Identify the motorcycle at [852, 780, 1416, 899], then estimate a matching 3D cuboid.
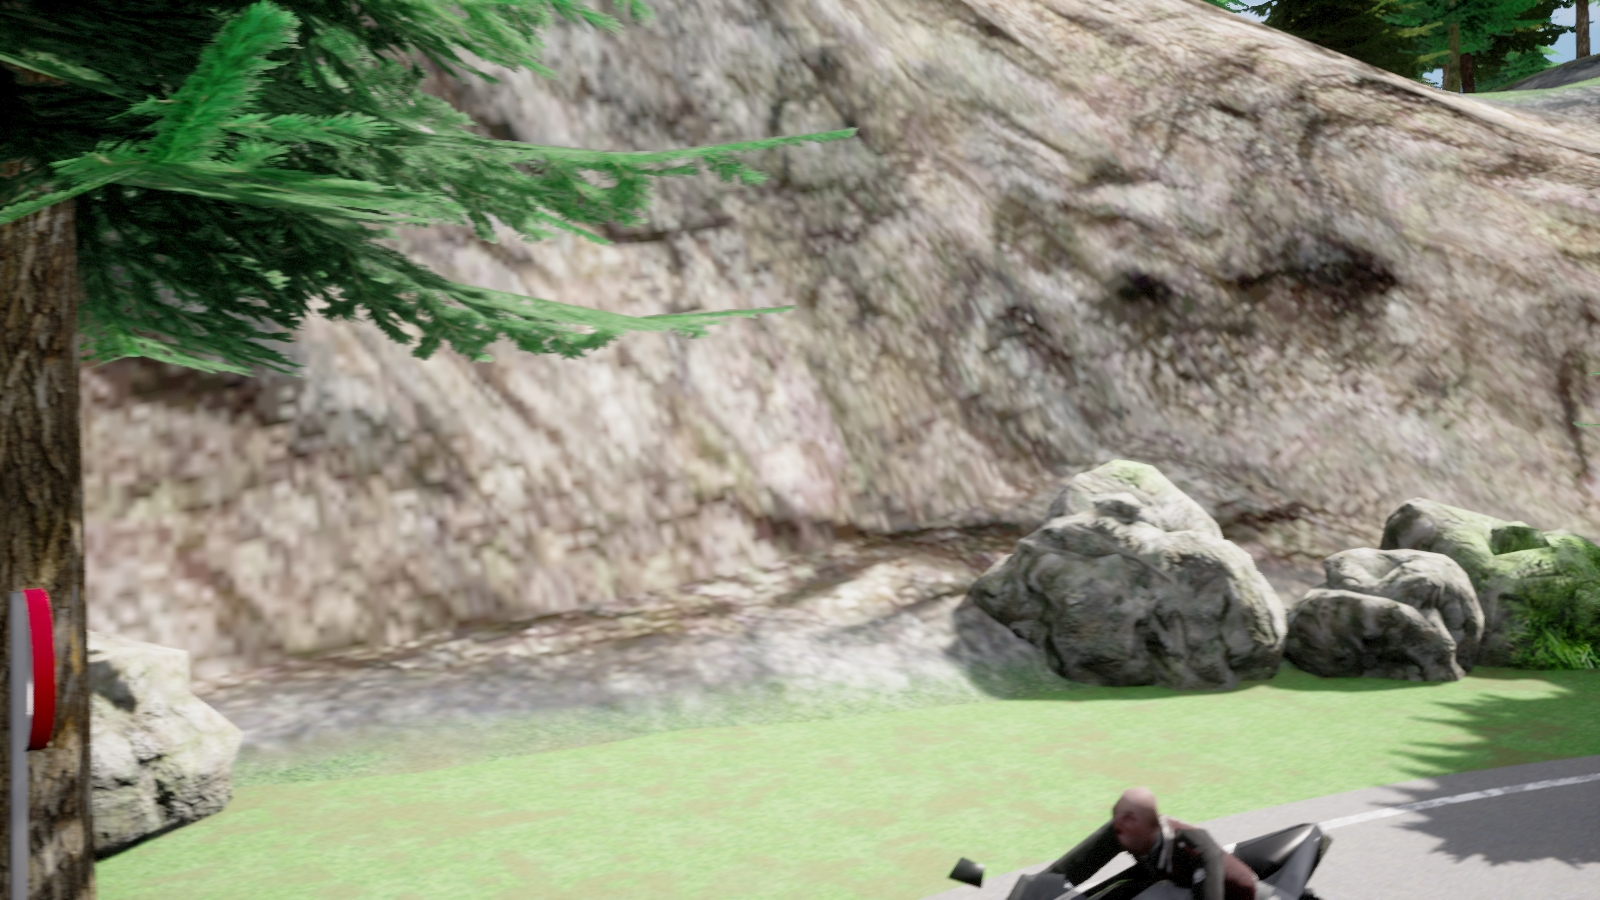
[{"bbox_3d":[1.361,2.200,4.496,2.209,1.251,0.867,0,0,-31],"label":"motorcycle"}]
